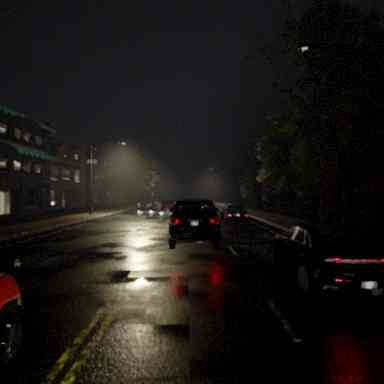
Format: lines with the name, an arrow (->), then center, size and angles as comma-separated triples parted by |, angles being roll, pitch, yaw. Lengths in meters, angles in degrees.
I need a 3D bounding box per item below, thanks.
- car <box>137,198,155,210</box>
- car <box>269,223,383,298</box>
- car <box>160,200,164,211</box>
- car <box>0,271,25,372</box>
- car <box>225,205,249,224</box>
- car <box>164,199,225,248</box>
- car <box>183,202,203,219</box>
car -> -6.572, 1.725, 48.219 | 2.097, 1.767, 4.553 | 0, 0, 0
car -> 3.352, 1.560, 8.711 | 2.128, 1.511, 4.902 | 0, 0, 0
car -> -3.325, 1.832, 45.837 | 1.882, 1.535, 5.008 | 0, 0, 0
car -> -3.351, 1.374, 2.675 | 2.097, 1.767, 4.553 | 0, 0, 0
car -> 3.355, 1.755, 26.713 | 2.033, 1.411, 5.357 | 0, 0, 0
car -> 0.102, 1.343, 15.582 | 2.150, 2.045, 5.566 | 0, 0, 0
car -> 0.105, 1.765, 33.582 | 1.837, 1.490, 4.892 | 0, 0, 0
